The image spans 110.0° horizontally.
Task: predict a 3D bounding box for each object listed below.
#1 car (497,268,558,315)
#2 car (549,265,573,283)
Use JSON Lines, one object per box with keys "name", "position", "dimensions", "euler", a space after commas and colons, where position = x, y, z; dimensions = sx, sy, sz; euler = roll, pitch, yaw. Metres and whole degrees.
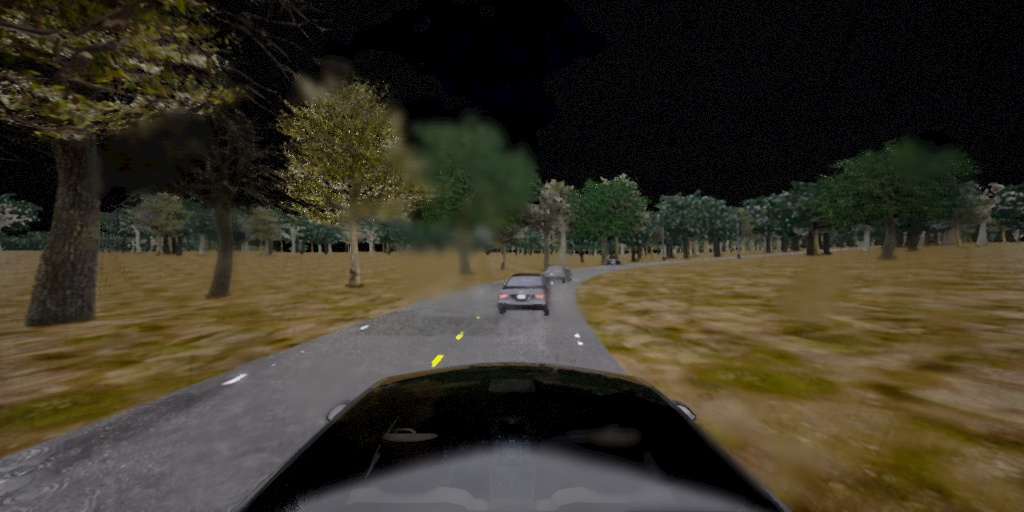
{"name": "car", "position": [0.653, 1.375, 14.078], "dimensions": [2.033, 1.411, 5.357], "euler": [0, 0, 7]}
{"name": "car", "position": [3.788, 1.448, 29.491], "dimensions": [1.994, 1.385, 4.181], "euler": [0, 0, 17]}
